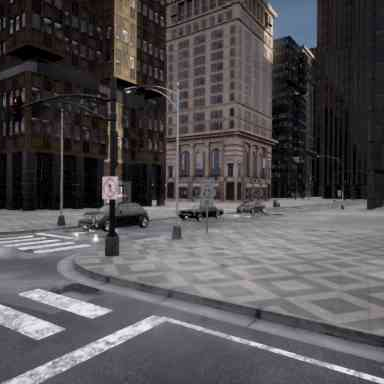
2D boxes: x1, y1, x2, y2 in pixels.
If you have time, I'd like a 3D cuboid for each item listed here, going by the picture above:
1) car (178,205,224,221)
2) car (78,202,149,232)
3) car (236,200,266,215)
[{"bbox_3d":[0.822,1.741,28.919,1.895,1.301,4.718,1,0,35],"label":"car"},{"bbox_3d":[-4.831,1.431,20.906,2.097,1.767,4.553,1,0,35],"label":"car"},{"bbox_3d":[6.669,1.701,37.181,1.837,1.490,4.892,1,1,35],"label":"car"}]
